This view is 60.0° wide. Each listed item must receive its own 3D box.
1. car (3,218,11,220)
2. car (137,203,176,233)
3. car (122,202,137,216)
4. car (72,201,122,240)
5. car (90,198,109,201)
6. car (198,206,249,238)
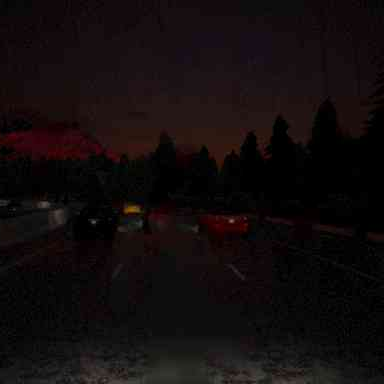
[{"bbox_3d":[-13.449,1.788,22.820,1.812,1.442,4.674,0,-1,-14],"label":"car"},{"bbox_3d":[-2.262,1.727,21.597,2.128,1.511,4.902,0,-1,-11],"label":"car"},{"bbox_3d":[-7.463,1.909,39.105,1.882,1.535,5.008,0,-1,-21],"label":"car"},{"bbox_3d":[-5.246,1.560,18.593,2.097,1.767,4.553,0,-1,-10],"label":"car"},{"bbox_3d":[-10.449,1.636,37.232,2.150,2.045,5.566,0,-1,-21],"label":"car"},{"bbox_3d":[1.697,1.560,19.362,2.097,1.767,4.553,0,-1,-10],"label":"car"}]
